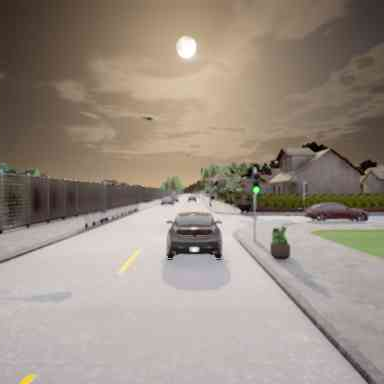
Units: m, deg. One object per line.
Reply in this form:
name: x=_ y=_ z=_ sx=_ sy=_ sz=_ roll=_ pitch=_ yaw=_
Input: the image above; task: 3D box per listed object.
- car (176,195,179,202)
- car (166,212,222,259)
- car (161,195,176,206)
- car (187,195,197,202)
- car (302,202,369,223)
car: x=-3.987 y=1.340 z=71.576 sx=2.097 sy=1.767 sz=4.553 roll=0 pitch=0 yaw=0
car: x=0.083 y=1.502 z=12.543 sx=1.837 sy=1.490 sz=4.892 roll=0 pitch=0 yaw=0
car: x=-4.056 y=1.513 z=55.167 sx=1.812 sy=1.442 sz=4.674 roll=0 pitch=0 yaw=0
car: x=0.012 y=1.402 z=70.430 sx=1.812 sy=1.442 sz=4.674 roll=0 pitch=0 yaw=0
car: x=10.816 y=1.520 z=25.191 sx=4.674 sy=1.442 sz=1.812 roll=0 pitch=0 yaw=2
